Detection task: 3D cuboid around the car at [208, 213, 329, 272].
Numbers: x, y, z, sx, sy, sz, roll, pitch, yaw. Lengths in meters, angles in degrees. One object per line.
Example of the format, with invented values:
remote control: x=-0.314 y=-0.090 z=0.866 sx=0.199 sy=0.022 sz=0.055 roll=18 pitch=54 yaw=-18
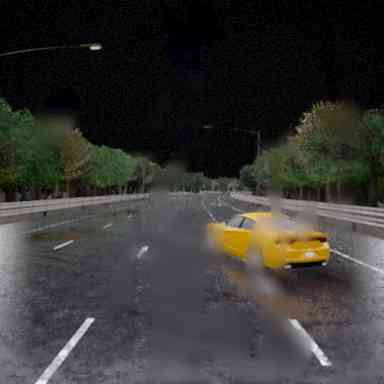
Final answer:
car: x=2.132 y=1.408 z=10.776 sx=1.882 sy=1.535 sz=5.008 roll=0 pitch=1 yaw=-20
